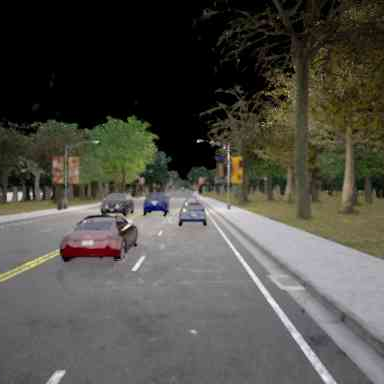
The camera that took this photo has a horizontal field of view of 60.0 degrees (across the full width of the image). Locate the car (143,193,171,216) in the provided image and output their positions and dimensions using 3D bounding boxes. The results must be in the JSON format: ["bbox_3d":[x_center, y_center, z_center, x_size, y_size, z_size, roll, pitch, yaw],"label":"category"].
[{"bbox_3d":[-3.252,1.089,31.299,2.150,2.045,5.566,0,0,0],"label":"car"}]

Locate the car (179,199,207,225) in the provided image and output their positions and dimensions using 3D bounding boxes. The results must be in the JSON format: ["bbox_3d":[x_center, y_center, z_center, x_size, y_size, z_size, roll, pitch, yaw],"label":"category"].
[{"bbox_3d":[0.044,1.448,22.910,2.033,1.411,5.357,0,0,0],"label":"car"}]

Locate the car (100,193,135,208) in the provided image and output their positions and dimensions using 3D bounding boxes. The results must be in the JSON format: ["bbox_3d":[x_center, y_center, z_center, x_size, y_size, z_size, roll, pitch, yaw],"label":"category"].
[{"bbox_3d":[-6.592,1.102,29.986,2.150,2.045,5.566,0,0,0],"label":"car"}]

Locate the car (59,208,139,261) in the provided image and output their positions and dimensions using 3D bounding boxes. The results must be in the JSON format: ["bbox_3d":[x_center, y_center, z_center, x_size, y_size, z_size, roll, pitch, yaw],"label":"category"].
[{"bbox_3d":[-3.170,1.510,12.100,1.994,1.385,4.181,0,0,0],"label":"car"}]
